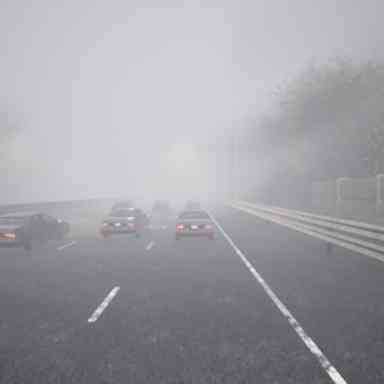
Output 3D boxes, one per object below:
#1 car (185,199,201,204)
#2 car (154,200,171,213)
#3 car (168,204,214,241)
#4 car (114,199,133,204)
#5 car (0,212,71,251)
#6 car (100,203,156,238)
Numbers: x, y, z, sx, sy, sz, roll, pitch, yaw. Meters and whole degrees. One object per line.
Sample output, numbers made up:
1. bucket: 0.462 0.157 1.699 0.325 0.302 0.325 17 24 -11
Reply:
1. car: 0.097 1.547 40.954 1.812 1.442 4.674 0 0 0
2. car: -3.400 1.566 37.641 2.033 1.411 5.357 0 0 0
3. car: 0.102 1.552 16.758 2.033 1.411 5.357 0 0 0
4. car: -6.904 1.520 33.948 1.837 1.490 4.892 0 0 0
5. car: -6.898 1.551 13.988 2.033 1.411 5.357 0 0 0
6. car: -3.401 1.552 17.726 2.033 1.411 5.357 0 0 0
